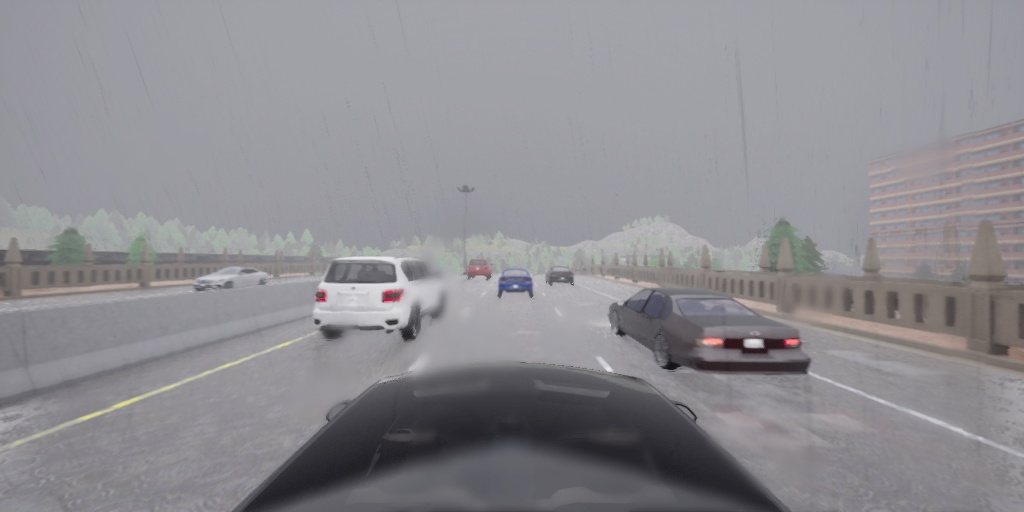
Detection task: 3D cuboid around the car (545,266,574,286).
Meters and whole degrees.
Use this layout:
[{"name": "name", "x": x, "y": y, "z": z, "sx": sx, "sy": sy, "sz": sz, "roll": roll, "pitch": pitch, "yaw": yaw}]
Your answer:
[{"name": "car", "x": 3.746, "y": 1.538, "z": 28.909, "sx": 1.882, "sy": 1.535, "sz": 5.008, "roll": 0, "pitch": -1, "yaw": 0}]

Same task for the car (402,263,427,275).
[{"name": "car", "x": -13.749, "y": 1.906, "z": 50.765, "sx": 2.128, "sy": 1.511, "sz": 4.902, "roll": 0, "pitch": -3, "yaw": 1}]

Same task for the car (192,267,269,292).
[{"name": "car", "x": -17.484, "y": 1.403, "z": 22.636, "sx": 1.812, "sy": 1.442, "sz": 4.674, "roll": 0, "pitch": -1, "yaw": 1}]

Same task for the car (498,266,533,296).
[{"name": "car", "x": 0.198, "y": 1.433, "z": 20.880, "sx": 1.882, "sy": 1.535, "sz": 5.008, "roll": 0, "pitch": -1, "yaw": 0}]

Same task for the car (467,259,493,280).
[{"name": "car", "x": -3.207, "y": 1.322, "z": 36.308, "sx": 2.150, "sy": 2.045, "sz": 5.566, "roll": 0, "pitch": -1, "yaw": 0}]

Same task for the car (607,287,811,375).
[{"name": "car", "x": 3.617, "y": 1.382, "z": 7.867, "sx": 2.033, "sy": 1.411, "sz": 5.357, "roll": 0, "pitch": -1, "yaw": 0}]

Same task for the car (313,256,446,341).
[{"name": "car", "x": -3.373, "y": 1.044, "z": 10.268, "sx": 2.150, "sy": 2.045, "sz": 5.566, "roll": 0, "pitch": -1, "yaw": 0}]
